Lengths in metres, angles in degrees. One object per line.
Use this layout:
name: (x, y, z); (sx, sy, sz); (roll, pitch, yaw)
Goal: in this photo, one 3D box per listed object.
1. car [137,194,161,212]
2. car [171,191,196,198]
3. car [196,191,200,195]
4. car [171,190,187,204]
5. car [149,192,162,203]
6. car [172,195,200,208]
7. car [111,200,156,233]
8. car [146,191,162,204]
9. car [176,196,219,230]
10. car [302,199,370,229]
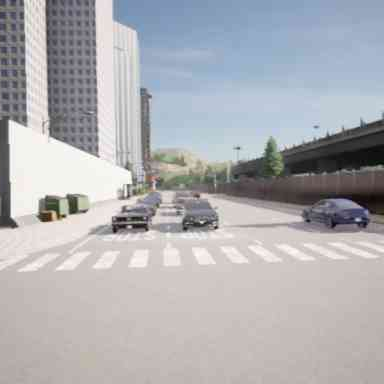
car: (-3.924, 1.183, 27.815); (2.033, 1.411, 5.357); (-1, 1, -4)
car: (-1.087, 0.807, 36.756); (2.097, 1.767, 4.553); (-1, 1, -4)
car: (0.469, 0.553, 63.383); (1.837, 1.490, 4.892); (-1, 1, -4)
car: (-1.833, 0.678, 46.827); (2.097, 1.767, 4.553); (-1, 1, -4)
car: (-4.667, 1.055, 37.845); (2.033, 1.411, 5.357); (-1, 1, -4)
car: (-0.413, 1.170, 27.810); (1.895, 1.301, 4.718); (-1, 1, -4)
car: (-3.196, 1.357, 18.301); (1.895, 1.301, 4.718); (-1, 1, -4)
car: (-5.404, 0.733, 47.782); (2.097, 1.767, 4.553); (-1, 1, -4)
car: (0.291, 1.191, 18.575); (1.837, 1.490, 4.892); (-1, 1, -4)
car: (7.563, 1.084, 17.809); (1.812, 1.442, 4.674); (-1, 1, -4)
